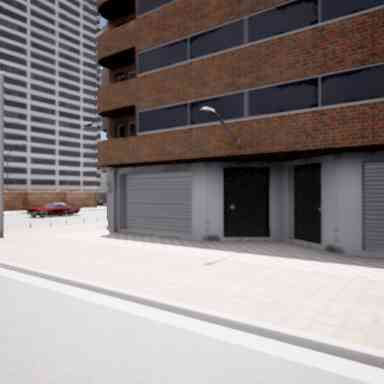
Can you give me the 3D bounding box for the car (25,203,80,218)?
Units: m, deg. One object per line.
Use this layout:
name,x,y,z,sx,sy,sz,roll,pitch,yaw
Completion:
car,-13.271,1.714,31.820,1.895,1.301,4.718,0,0,35
